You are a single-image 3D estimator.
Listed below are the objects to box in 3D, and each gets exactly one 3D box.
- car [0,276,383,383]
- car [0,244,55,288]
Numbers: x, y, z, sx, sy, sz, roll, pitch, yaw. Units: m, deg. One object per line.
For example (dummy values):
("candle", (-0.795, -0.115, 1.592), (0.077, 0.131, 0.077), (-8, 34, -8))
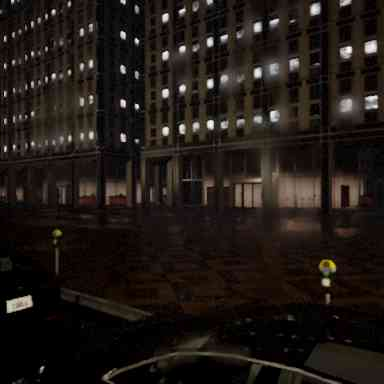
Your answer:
("car", (0.542, 1.566, 2.490), (4.313, 1.339, 1.947), (0, 0, 36))
("car", (-4.043, 1.569, 5.762), (4.313, 1.339, 1.947), (0, 0, 36))
